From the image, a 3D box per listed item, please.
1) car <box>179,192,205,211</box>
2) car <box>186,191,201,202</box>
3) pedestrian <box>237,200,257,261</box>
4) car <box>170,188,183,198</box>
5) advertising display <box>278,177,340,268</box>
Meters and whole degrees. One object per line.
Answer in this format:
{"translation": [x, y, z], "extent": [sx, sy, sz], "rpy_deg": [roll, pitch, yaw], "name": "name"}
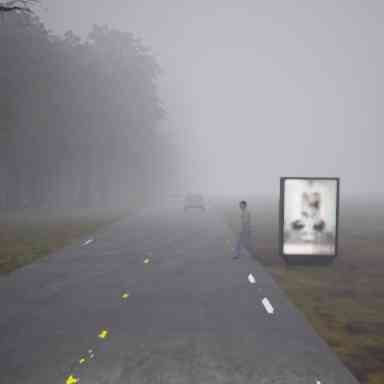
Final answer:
{"translation": [0.210, 0.908, 29.573], "extent": [2.033, 1.411, 5.357], "rpy_deg": [0, 1, 1], "name": "car"}
{"translation": [0.261, 0.612, 45.126], "extent": [1.994, 1.385, 4.181], "rpy_deg": [0, 1, 1], "name": "car"}
{"translation": [1.599, 1.070, 9.741], "extent": [0.375, 1.860, 0.375], "rpy_deg": [-1, 2, 0], "name": "pedestrian"}
{"translation": [-2.562, 0.175, 57.025], "extent": [2.097, 1.767, 4.553], "rpy_deg": [0, 1, 1], "name": "car"}
{"translation": [3.178, 0.813, 9.083], "extent": [1.540, 2.440, 0.280], "rpy_deg": [1, 2, 0], "name": "advertising display"}
